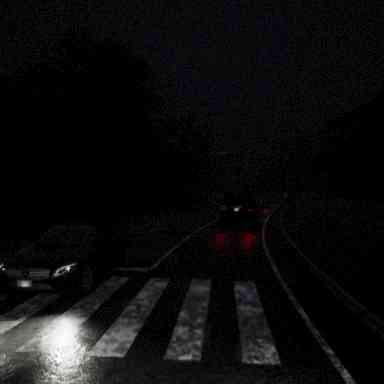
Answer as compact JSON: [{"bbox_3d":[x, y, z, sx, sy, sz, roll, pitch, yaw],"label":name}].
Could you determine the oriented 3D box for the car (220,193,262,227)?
[{"bbox_3d":[3.219,1.089,21.974,2.150,2.045,5.566,1,1,13],"label":"car"}]

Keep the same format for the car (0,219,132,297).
[{"bbox_3d":[-2.922,1.467,8.638,1.812,1.442,4.674,0,0,7],"label":"car"}]

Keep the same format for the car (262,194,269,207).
[{"bbox_3d":[8.678,1.039,41.733,1.801,1.575,5.366,1,2,15],"label":"car"}]
